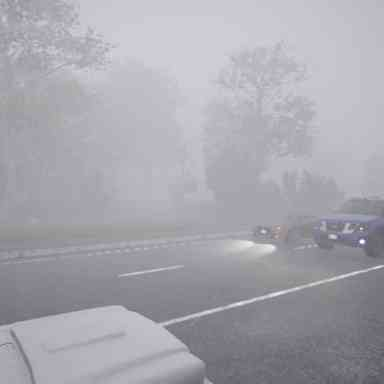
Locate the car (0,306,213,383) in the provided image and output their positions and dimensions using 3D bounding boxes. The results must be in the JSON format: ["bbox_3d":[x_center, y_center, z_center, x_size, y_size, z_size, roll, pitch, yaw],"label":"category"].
[{"bbox_3d":[-2.140,1.599,2.220,4.718,1.301,1.895,0,0,-35],"label":"car"}]

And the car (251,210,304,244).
[{"bbox_3d":[4.800,1.575,15.894,4.181,1.385,1.994,0,0,-35],"label":"car"}]

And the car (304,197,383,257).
[{"bbox_3d":[7.222,1.228,13.313,5.566,2.045,2.150,0,0,-35],"label":"car"}]
